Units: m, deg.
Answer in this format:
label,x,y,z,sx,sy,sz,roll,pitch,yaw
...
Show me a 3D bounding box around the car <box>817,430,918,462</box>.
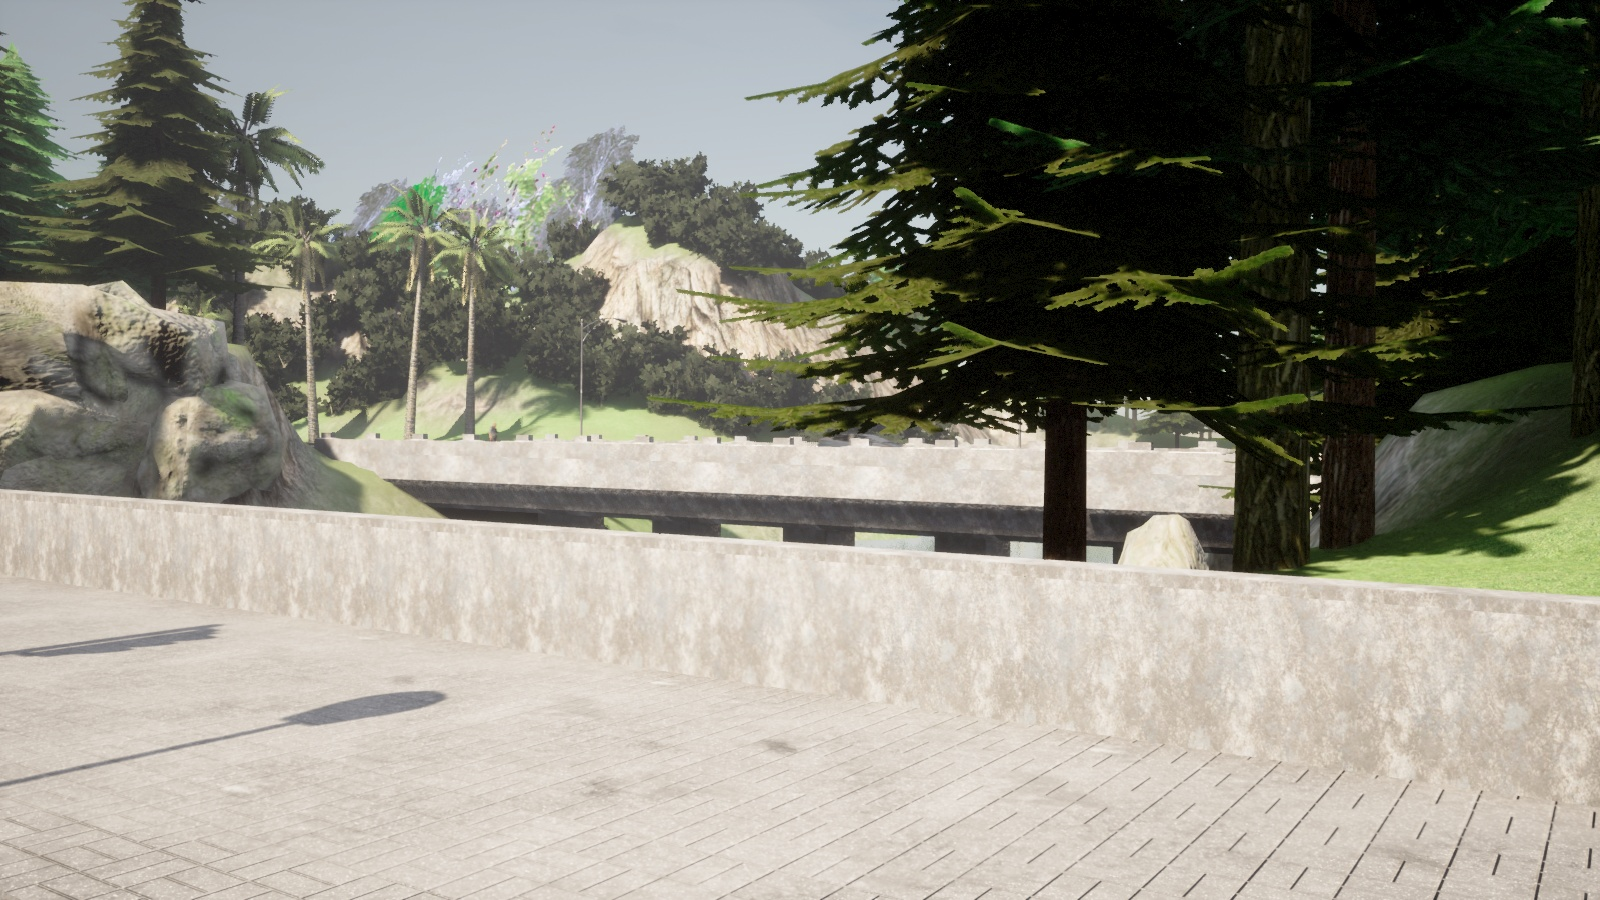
label,x,y,z,sx,sy,sz,roll,pitch,yaw
car,3.275,-0.191,61.489,4.514,1.525,2.007,0,1,34
